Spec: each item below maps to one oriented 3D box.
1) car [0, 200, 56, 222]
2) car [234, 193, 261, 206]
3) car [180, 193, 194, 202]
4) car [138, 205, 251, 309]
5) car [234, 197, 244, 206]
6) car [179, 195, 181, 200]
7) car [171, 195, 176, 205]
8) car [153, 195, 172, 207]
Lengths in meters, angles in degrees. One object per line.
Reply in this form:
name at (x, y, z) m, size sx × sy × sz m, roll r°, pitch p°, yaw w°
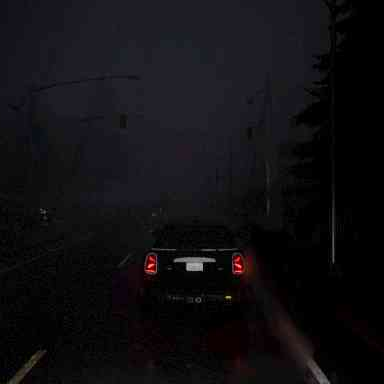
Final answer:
car at (-12.249, 1.337, 23.938) m, size 4.553 × 1.767 × 2.097 m, roll 0°, pitch 0°, yaw 1°
car at (8.504, 1.146, 51.272) m, size 3.866 × 1.878 × 1.905 m, roll 0°, pitch 0°, yaw -1°
car at (-0.841, 1.555, 73.411) m, size 1.895 × 1.301 × 4.718 m, roll 0°, pitch 0°, yaw -7°
car at (0.072, 1.352, 8.047) m, size 2.097 × 1.767 × 4.553 m, roll 0°, pitch 0°, yaw 1°
car at (8.915, 1.144, 48.761) m, size 4.605 × 1.855 × 1.932 m, roll 0°, pitch 0°, yaw -1°
car at (-2.115, 1.158, 83.545) m, size 2.097 × 1.767 × 4.553 m, roll 0°, pitch 0°, yaw -13°
car at (-4.045, 1.475, 52.796) m, size 1.837 × 1.490 × 4.892 m, roll 0°, pitch 0°, yaw 0°
car at (-3.986, 1.496, 43.622) m, size 1.812 × 1.442 × 4.674 m, roll 0°, pitch 0°, yaw 0°
